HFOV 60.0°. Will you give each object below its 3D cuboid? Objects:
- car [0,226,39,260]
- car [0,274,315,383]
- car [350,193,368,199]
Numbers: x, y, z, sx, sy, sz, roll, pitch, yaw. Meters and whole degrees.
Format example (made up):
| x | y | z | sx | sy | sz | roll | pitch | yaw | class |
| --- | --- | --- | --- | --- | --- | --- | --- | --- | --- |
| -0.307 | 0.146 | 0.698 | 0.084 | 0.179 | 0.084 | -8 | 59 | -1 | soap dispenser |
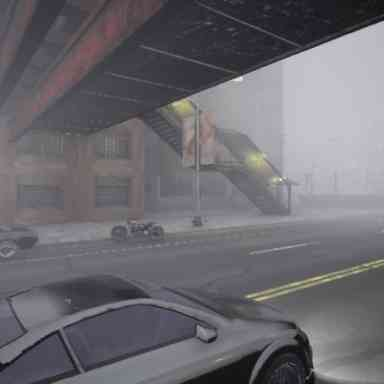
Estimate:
| x | y | z | sx | sy | sz | roll | pitch | yaw | class |
| --- | --- | --- | --- | --- | --- | --- | --- | --- | --- |
| -7.712 | 1.590 | 10.836 | 4.718 | 1.301 | 1.895 | 0 | 0 | -37 | car |
| -0.713 | 1.555 | 3.232 | 4.181 | 1.385 | 1.994 | 0 | 0 | -36 | car |
| 39.422 | 0.901 | 78.467 | 4.674 | 1.452 | 2.002 | 0 | 0 | -37 | car |
